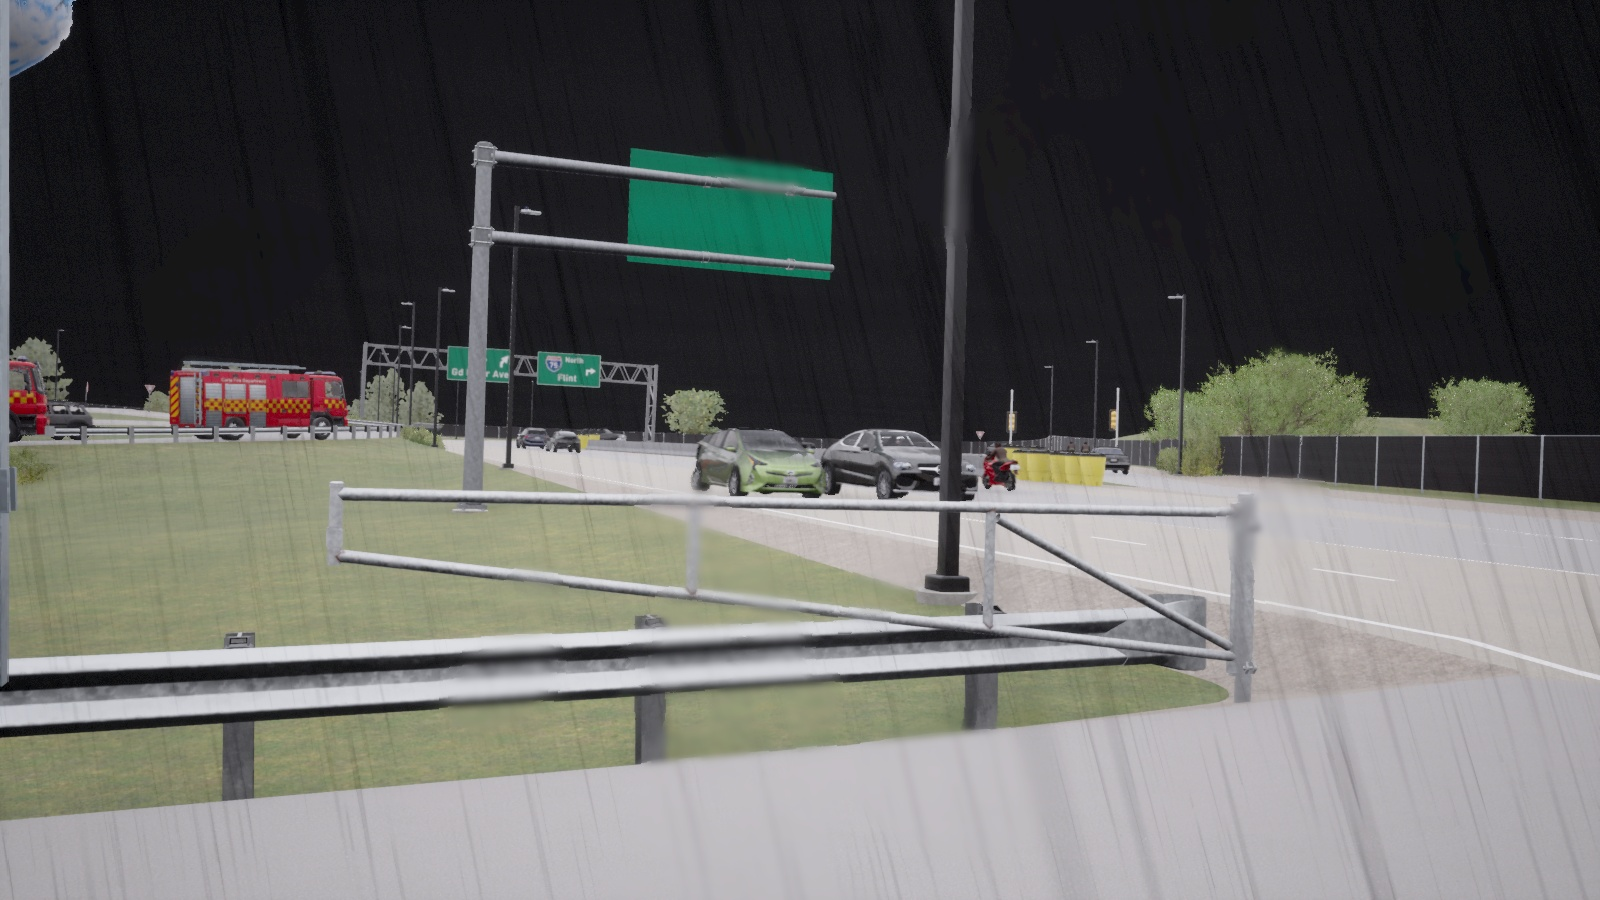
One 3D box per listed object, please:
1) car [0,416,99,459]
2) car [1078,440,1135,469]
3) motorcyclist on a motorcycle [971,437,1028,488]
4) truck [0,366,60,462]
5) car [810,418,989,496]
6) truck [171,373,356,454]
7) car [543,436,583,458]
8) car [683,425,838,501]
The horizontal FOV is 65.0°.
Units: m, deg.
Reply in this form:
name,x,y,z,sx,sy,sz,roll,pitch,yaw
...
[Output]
name,x,y,z,sx,sy,sz,roll,pitch,yaw
car,-34.489,-0.568,56.663,1.932,1.855,4.605,0,1,29
car,15.869,0.179,65.204,2.033,1.411,5.357,0,1,5
motorcyclist on a motorcycle,6.085,0.373,38.461,0.797,1.523,2.044,1,0,-21
truck,-34.570,-1.390,50.130,8.468,3.827,2.891,-2,1,-28
car,2.173,0.138,29.134,2.152,1.651,5.027,1,0,-21
truck,-27.168,-1.858,64.048,2.891,3.827,8.468,1,2,32
car,-16.592,-0.214,87.748,1.837,1.490,4.892,1,0,-21
car,-0.971,0.258,27.551,2.007,1.525,4.514,1,0,-21
